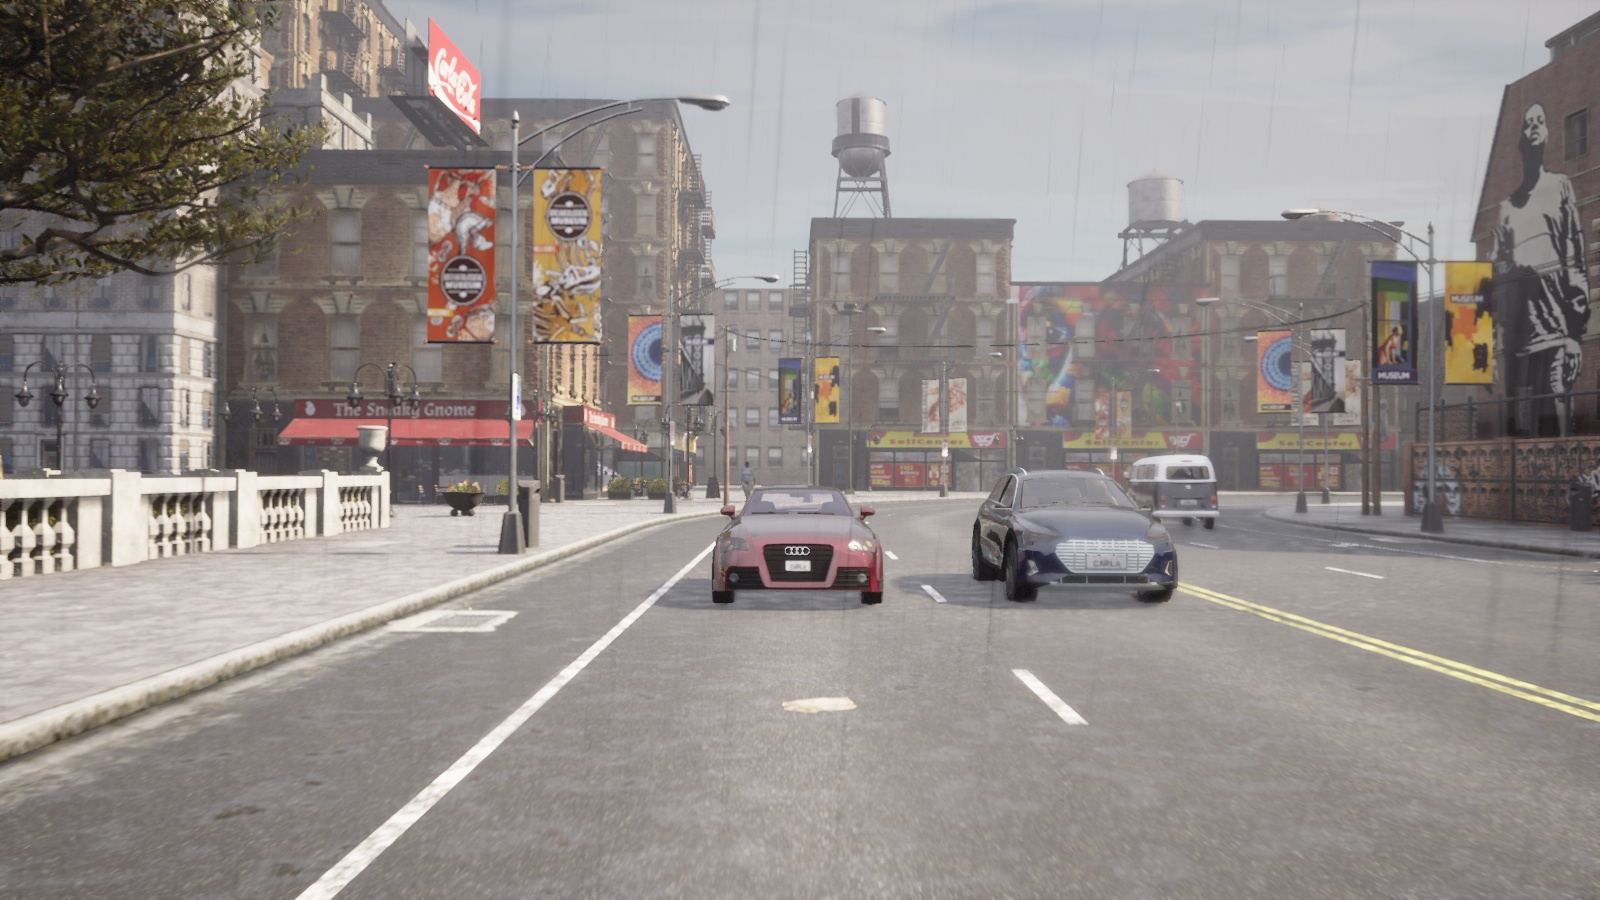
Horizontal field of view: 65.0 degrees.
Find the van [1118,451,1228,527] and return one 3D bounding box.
[{"bbox_3d":[10.667,1.102,36.246,2.069,2.038,4.480,0,-1,4],"label":"van"}]

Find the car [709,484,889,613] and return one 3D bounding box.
[{"bbox_3d":[-0.025,1.147,16.033,1.994,1.385,4.181,0,-1,0],"label":"car"}]

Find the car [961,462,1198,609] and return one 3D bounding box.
[{"bbox_3d":[3.473,1.009,16.631,2.033,1.649,4.856,0,-1,0],"label":"car"}]

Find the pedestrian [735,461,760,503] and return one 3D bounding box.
[{"bbox_3d":[-2.355,1.424,56.355,0.874,1.855,0.900,-1,-1,17],"label":"pedestrian"}]
